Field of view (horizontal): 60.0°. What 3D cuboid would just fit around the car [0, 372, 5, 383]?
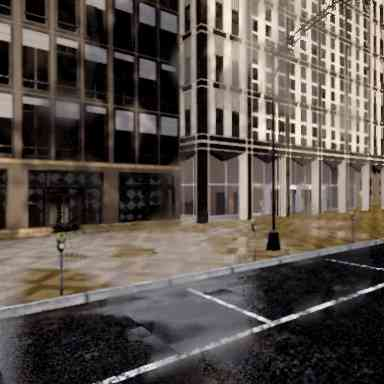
[{"bbox_3d":[-3.277,1.561,0.719,5.357,1.411,2.033,0,0,-36],"label":"car"}]
